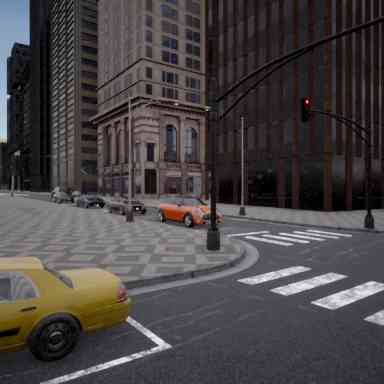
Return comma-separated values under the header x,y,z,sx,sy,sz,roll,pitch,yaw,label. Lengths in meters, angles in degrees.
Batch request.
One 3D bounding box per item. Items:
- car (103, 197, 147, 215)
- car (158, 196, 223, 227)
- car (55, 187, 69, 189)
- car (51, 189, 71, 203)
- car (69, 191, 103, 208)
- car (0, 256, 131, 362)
x,y,z,sx,sy,sz,roll,pitch,yaw,label
-5.399,1.088,27.372,1.994,1.385,4.181,0,1,-36,car
-0.200,1.050,20.116,2.097,1.767,4.553,0,1,-36,car
-21.929,0.133,55.767,2.150,2.045,5.566,0,1,-36,car
-16.667,0.662,43.156,1.837,1.490,4.892,0,1,-36,car
-10.826,0.893,34.952,2.033,1.411,5.357,0,1,-35,car
-3.233,1.525,4.343,4.829,1.417,1.752,0,0,-36,car
